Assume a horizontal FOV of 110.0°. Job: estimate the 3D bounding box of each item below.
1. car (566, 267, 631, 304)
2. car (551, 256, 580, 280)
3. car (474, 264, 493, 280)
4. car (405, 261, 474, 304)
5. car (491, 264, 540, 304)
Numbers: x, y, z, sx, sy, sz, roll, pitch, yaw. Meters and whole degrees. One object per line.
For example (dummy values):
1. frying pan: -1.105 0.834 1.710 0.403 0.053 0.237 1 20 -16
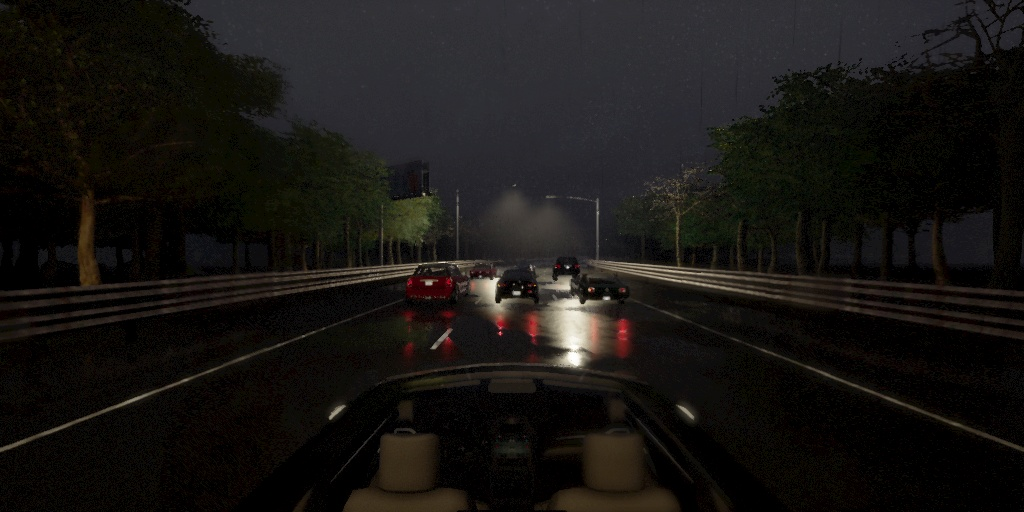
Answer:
1. car: 3.769 1.365 16.193 1.895 1.301 4.718 0 0 2
2. car: 4.577 1.009 30.850 2.150 2.045 5.566 0 0 4
3. car: -2.404 1.367 31.362 1.895 1.301 4.718 0 0 4
4. car: -3.228 1.114 16.390 2.097 1.767 4.553 0 0 2
5. car: 0.271 1.281 16.291 1.812 1.442 4.674 0 0 2
